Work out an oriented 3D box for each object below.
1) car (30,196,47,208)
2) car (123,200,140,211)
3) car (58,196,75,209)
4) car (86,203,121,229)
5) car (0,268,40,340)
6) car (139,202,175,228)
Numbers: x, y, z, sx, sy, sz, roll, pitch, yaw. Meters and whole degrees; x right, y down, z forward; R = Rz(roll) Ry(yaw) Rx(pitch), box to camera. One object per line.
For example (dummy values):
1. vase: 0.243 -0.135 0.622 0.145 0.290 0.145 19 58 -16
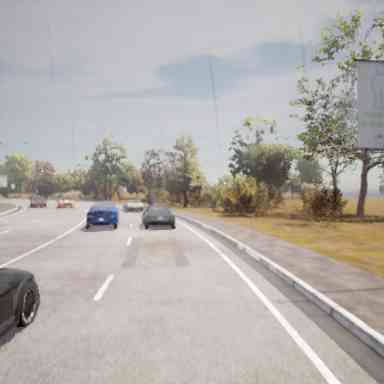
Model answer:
1. car: -21.756 1.351 47.204 2.097 1.767 4.553 0 0 -26
2. car: -7.060 1.593 39.647 1.895 1.301 4.718 0 0 -20
3. car: -17.579 1.349 46.495 2.097 1.767 4.553 0 0 -24
4. car: -5.805 1.477 21.977 1.882 1.535 5.008 0 0 -11
5. car: -3.665 1.572 4.317 1.994 1.385 4.181 0 0 -3
6. car: -2.273 1.556 22.076 1.994 1.385 4.181 0 0 -10
